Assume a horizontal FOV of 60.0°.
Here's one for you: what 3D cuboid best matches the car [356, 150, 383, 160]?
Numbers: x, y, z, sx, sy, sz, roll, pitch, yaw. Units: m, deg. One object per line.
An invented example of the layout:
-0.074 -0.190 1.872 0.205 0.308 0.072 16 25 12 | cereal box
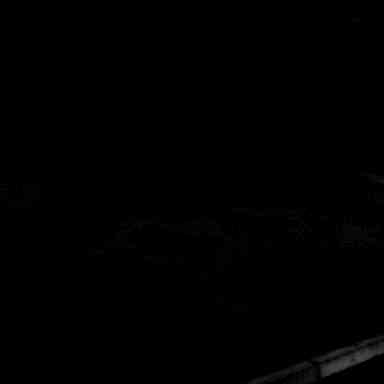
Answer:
19.268 -3.913 38.107 4.553 1.767 2.185 4 -1 12 | car
